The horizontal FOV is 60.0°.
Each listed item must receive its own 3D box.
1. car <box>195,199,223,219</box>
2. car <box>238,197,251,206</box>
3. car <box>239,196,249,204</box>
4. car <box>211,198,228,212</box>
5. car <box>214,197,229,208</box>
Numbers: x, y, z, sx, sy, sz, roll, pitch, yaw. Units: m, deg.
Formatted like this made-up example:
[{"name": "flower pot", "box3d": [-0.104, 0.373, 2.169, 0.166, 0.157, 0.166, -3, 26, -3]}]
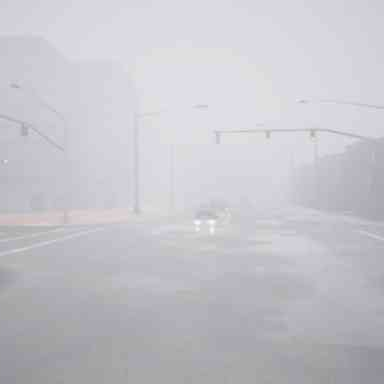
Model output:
[{"name": "car", "box3d": [1.448, 1.645, 30.556, 2.033, 1.411, 5.357, -1, 0, 9]}, {"name": "car", "box3d": [9.383, 1.629, 59.543, 1.837, 1.490, 4.892, -1, 0, 8]}, {"name": "car", "box3d": [10.881, 1.671, 69.639, 1.812, 1.442, 4.674, -1, 0, 8]}, {"name": "car", "box3d": [2.983, 1.472, 40.721, 2.097, 1.767, 4.553, -1, 0, 9]}, {"name": "car", "box3d": [4.559, 1.620, 50.877, 1.882, 1.535, 5.008, -1, 0, 8]}]
